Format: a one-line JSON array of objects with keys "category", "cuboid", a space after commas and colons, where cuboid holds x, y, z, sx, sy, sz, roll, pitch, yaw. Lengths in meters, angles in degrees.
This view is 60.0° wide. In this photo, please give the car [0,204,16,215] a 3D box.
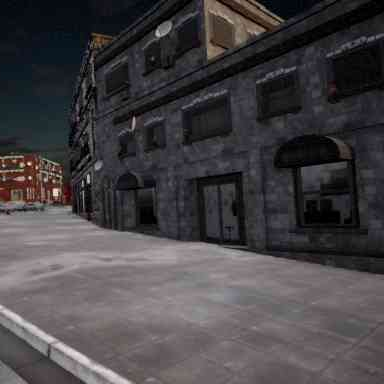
[{"category": "car", "cuboid": [-23.131, 2.075, 39.210, 1.812, 1.442, 4.674, -3, -1, -5]}]

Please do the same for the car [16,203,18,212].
[{"category": "car", "cuboid": [-27.736, 2.523, 53.558, 1.837, 1.490, 4.892, -3, -1, -3]}]

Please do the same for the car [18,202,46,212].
[{"category": "car", "cuboid": [-24.098, 2.254, 51.045, 2.128, 1.511, 4.902, -3, -1, -3]}]
